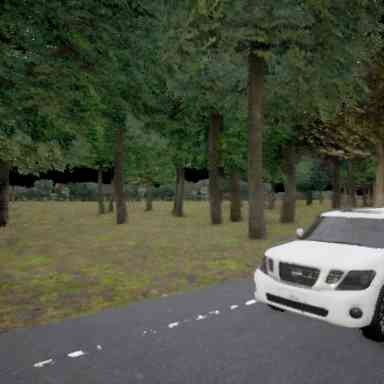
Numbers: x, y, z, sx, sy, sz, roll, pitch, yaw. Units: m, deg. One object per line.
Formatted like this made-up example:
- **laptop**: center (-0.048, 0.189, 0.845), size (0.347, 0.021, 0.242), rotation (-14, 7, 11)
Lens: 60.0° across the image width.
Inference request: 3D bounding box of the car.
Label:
- **car**: center (3.778, 1.383, 7.183), size (5.566, 2.045, 2.150), rotation (1, -2, -39)
